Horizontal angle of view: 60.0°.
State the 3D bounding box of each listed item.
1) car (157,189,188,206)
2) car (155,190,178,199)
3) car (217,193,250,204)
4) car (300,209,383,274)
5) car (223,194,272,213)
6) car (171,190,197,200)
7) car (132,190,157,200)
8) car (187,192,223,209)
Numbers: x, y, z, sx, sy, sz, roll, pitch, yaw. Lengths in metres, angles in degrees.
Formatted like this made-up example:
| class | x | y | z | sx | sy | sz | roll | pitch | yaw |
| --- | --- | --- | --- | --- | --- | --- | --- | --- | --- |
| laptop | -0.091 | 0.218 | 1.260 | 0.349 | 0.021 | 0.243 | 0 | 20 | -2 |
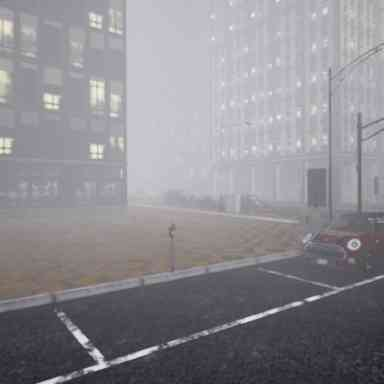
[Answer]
| class | x | y | z | sx | sy | sz | roll | pitch | yaw |
| --- | --- | --- | --- | --- | --- | --- | --- | --- | --- |
| car | -1.480 | 0.582 | 38.147 | 2.192 | 1.841 | 5.009 | 1 | 1 | -36 |
| car | -4.446 | 0.438 | 56.679 | 1.947 | 1.339 | 4.313 | 1 | 1 | -36 |
| car | 5.293 | 0.777 | 43.077 | 1.802 | 1.307 | 4.206 | 1 | 1 | -36 |
| car | 5.187 | 1.370 | 10.254 | 4.097 | 1.590 | 1.967 | 0 | 0 | -35 |
| car | 5.008 | 0.922 | 29.084 | 1.967 | 1.590 | 4.097 | 1 | 1 | -36 |
| car | -1.298 | 0.501 | 52.283 | 1.752 | 1.417 | 4.829 | 1 | 1 | -36 |
| car | -7.510 | 0.451 | 51.066 | 1.882 | 1.535 | 5.008 | -1 | 1 | -35 |
| car | 1.760 | 0.956 | 33.617 | 1.802 | 1.307 | 4.206 | 1 | 1 | -36 |
